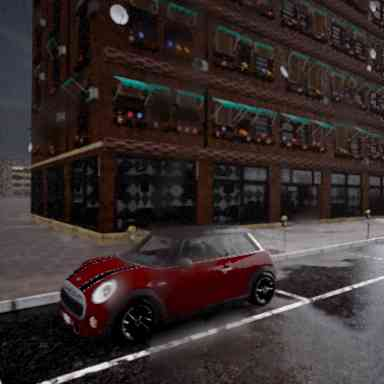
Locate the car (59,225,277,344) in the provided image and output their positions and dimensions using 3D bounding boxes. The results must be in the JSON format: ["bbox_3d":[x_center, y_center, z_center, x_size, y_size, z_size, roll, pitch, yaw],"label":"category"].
[{"bbox_3d":[-0.321,1.431,6.340,4.097,1.590,1.967,0,1,-35],"label":"car"}]
